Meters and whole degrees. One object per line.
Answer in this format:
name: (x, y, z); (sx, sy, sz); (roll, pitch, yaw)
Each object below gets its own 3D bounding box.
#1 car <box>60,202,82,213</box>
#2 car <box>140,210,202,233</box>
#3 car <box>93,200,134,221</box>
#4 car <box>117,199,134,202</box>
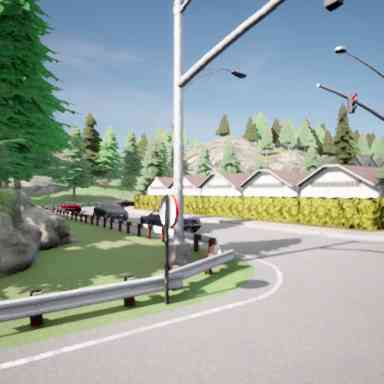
car: (-14.581, 1.797, 39.850); (1.895, 1.301, 4.718); (0, 0, -29)
car: (-1.423, 1.800, 20.825); (1.895, 1.301, 4.718); (0, 0, -35)
car: (-7.144, 1.704, 28.988); (1.837, 1.490, 4.892); (0, 0, -35)
car: (-10.943, 1.793, 53.362); (1.895, 1.301, 4.718); (0, 0, 33)
